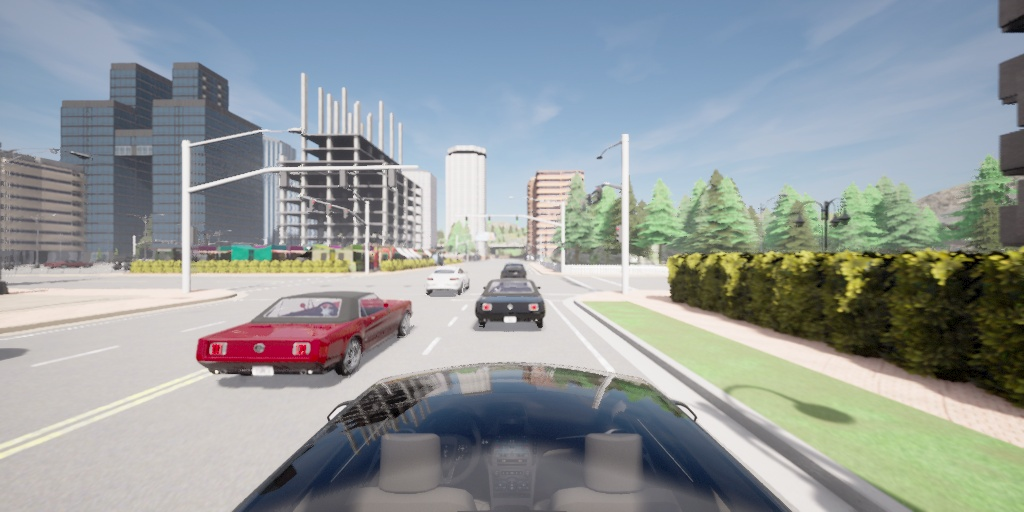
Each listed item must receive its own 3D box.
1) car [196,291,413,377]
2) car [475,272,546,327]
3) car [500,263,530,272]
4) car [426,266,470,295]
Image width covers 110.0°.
[{"bbox_3d":[-3.545,1.360,7.377,1.895,1.301,4.718,0,0,1],"label":"car"},{"bbox_3d":[0.004,1.359,11.528,1.895,1.301,4.718,0,0,1],"label":"car"},{"bbox_3d":[0.185,1.274,26.046,1.837,1.490,4.892,0,0,2],"label":"car"},{"bbox_3d":[-3.491,1.295,20.045,1.812,1.442,4.674,0,0,0],"label":"car"}]
